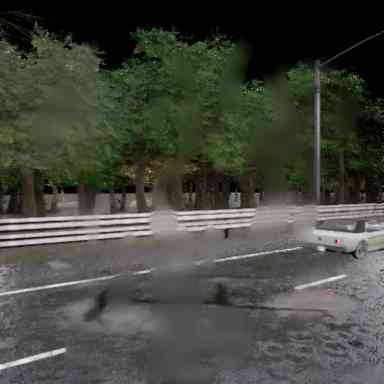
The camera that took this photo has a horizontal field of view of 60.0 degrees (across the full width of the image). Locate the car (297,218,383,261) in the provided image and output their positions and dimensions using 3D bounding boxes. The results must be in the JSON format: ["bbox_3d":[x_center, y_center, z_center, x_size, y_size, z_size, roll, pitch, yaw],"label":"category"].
[{"bbox_3d":[6.137,1.607,12.425,4.718,1.301,1.895,0,0,-35],"label":"car"}]
